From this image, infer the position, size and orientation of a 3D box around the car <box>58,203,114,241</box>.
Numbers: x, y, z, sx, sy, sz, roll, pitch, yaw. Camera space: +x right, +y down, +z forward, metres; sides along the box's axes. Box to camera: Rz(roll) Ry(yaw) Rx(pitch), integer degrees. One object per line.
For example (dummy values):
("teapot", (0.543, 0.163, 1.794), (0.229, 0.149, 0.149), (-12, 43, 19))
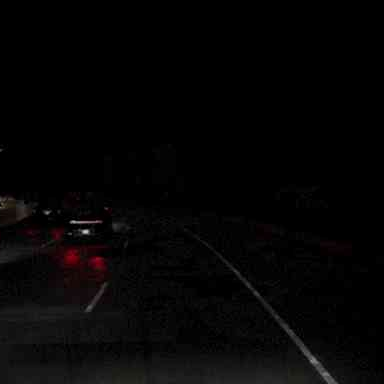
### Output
("car", (-5.193, 1.579, 17.317), (2.128, 1.511, 4.902), (0, 0, -10))

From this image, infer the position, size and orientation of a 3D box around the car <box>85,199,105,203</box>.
("car", (-9.994, 1.725, 35.433), (2.033, 1.411, 5.357), (0, 0, -20))

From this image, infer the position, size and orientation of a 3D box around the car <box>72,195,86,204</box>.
("car", (-23.868, 1.582, 69.156), (2.150, 2.045, 5.566), (0, 0, -39))

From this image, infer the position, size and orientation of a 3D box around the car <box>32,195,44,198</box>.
("car", (-38.331, 1.624, 82.538), (4.553, 1.767, 2.097), (0, 0, 39))

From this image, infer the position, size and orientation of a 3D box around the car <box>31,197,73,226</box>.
("car", (-10.359, 1.485, 24.641), (2.097, 1.767, 4.553), (0, 0, -14))
